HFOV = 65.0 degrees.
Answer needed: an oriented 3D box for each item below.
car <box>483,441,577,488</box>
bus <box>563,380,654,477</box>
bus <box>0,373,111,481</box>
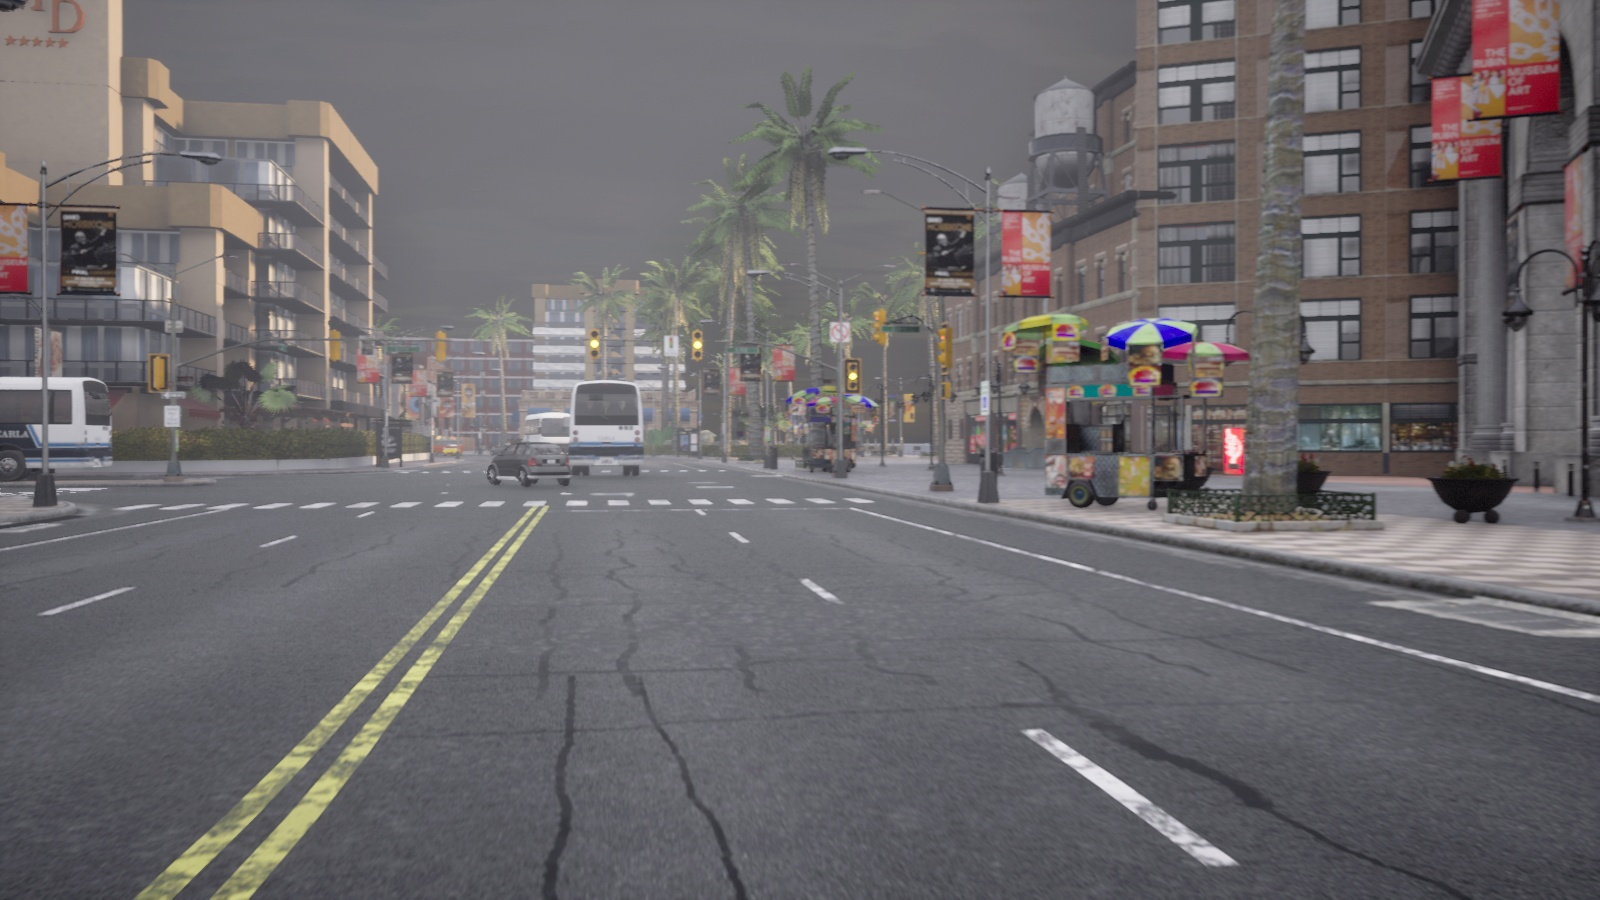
[{"bbox_3d":[-9.523,0.478,44.147,1.789,1.549,3.705,0,0,-38],"label":"car"},{"bbox_3d":[-9.206,-0.967,60.106,3.944,4.253,10.273,0,0,-9],"label":"bus"},{"bbox_3d":[-34.330,-0.912,51.090,10.273,4.253,3.944,0,0,-10],"label":"bus"}]
